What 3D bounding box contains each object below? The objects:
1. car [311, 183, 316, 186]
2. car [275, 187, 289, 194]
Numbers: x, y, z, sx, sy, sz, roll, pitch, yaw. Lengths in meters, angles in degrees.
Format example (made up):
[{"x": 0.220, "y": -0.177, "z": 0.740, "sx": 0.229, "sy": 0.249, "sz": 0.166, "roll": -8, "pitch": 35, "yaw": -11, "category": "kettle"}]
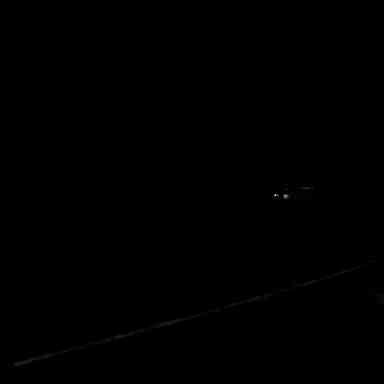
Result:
[{"x": 27.760, "y": -1.776, "z": 72.516, "sx": 4.181, "sy": 1.385, "sz": 1.994, "roll": -5, "pitch": 3, "yaw": -23, "category": "car"}, {"x": 16.224, "y": -0.594, "z": 59.958, "sx": 2.097, "sy": 1.767, "sz": 4.553, "roll": -3, "pitch": 3, "yaw": 21, "category": "car"}]
